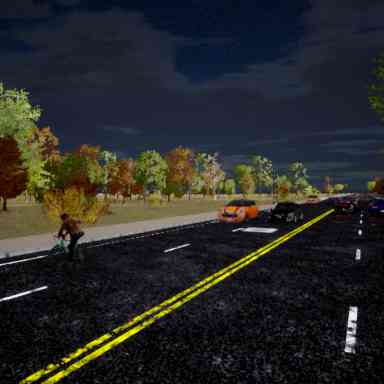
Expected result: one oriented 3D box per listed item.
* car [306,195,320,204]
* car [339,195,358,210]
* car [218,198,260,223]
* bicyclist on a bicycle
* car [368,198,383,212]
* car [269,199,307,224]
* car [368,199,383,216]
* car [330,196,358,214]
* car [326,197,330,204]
[{"bbox_3d":[22.231,1.346,61.226,2.097,1.767,4.553,0,0,28],"label":"car"},{"bbox_3d":[20.641,1.350,43.686,2.097,1.767,4.553,0,0,27],"label":"car"},{"bbox_3d":[3.629,1.353,25.334,2.097,1.767,4.553,0,0,27],"label":"car"},{"bbox_3d":[-3.600,1.456,9.767,1.656,1.620,0.582,-2,-1,27],"label":"bicyclist on a bicycle"},{"bbox_3d":[22.503,1.545,40.314,2.033,1.411,5.357,0,0,28],"label":"car"},{"bbox_3d":[7.161,1.505,25.091,1.837,1.490,4.892,0,0,27],"label":"car"},{"bbox_3d":[17.952,1.525,31.503,1.812,1.442,4.674,0,0,28],"label":"car"},{"bbox_3d":[16.011,1.491,34.711,2.128,1.511,4.902,0,0,27],"label":"car"},{"bbox_3d":[25.936,1.541,61.262,2.033,1.411,5.357,0,0,28],"label":"car"}]
